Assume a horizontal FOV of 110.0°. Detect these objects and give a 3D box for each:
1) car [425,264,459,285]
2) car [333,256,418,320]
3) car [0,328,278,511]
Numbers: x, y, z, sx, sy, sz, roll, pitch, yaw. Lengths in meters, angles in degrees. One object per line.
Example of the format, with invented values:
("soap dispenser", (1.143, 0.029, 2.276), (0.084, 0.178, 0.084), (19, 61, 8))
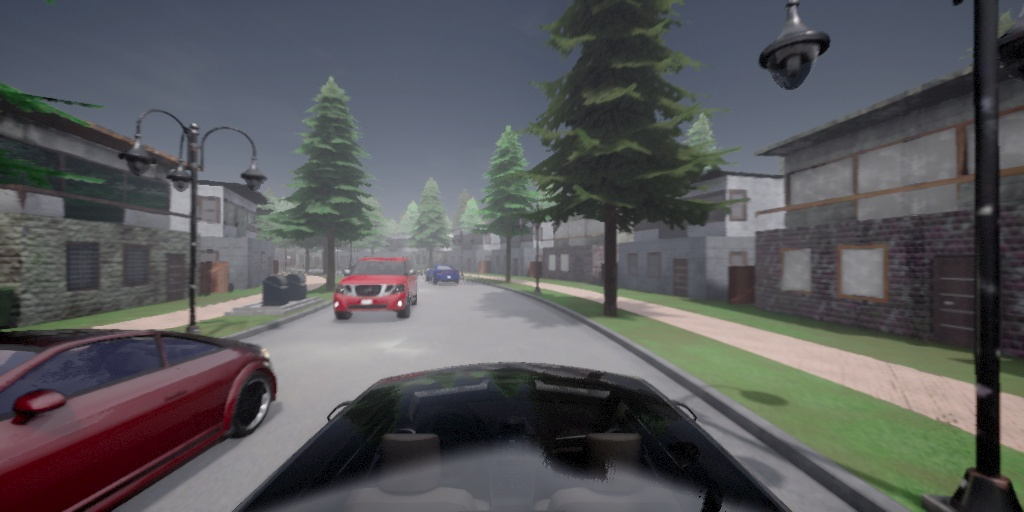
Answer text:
("car", (-5.629, 1.405, 28.483), (1.882, 1.535, 5.008), (1, -1, -24))
("car", (-4.738, 1.032, 13.293), (2.150, 2.045, 5.566), (0, -1, -10))
("car", (-3.825, 1.299, 2.637), (1.994, 1.385, 4.181), (0, 0, 0))
